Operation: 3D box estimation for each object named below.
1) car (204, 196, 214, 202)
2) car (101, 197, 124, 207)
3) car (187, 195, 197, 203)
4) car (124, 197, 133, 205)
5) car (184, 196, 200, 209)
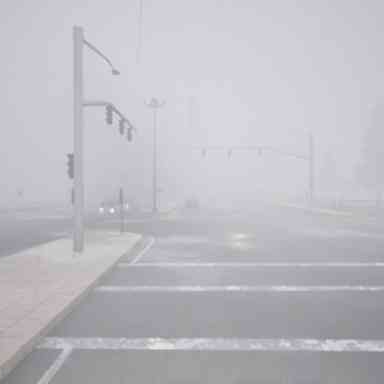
[{"bbox_3d":[3.490,1.482,69.402,1.895,1.301,4.718,0,0,0],"label":"car"},{"bbox_3d":[-11.548,1.507,47.602,1.895,1.301,4.718,0,0,1],"label":"car"},{"bbox_3d":[-0.010,1.435,69.370,1.994,1.385,4.181,0,0,0],"label":"car"},{"bbox_3d":[-11.538,1.487,57.620,1.895,1.301,4.718,0,0,1],"label":"car"},{"bbox_3d":[-0.006,1.439,43.936,1.812,1.442,4.674,0,0,0],"label":"car"}]
